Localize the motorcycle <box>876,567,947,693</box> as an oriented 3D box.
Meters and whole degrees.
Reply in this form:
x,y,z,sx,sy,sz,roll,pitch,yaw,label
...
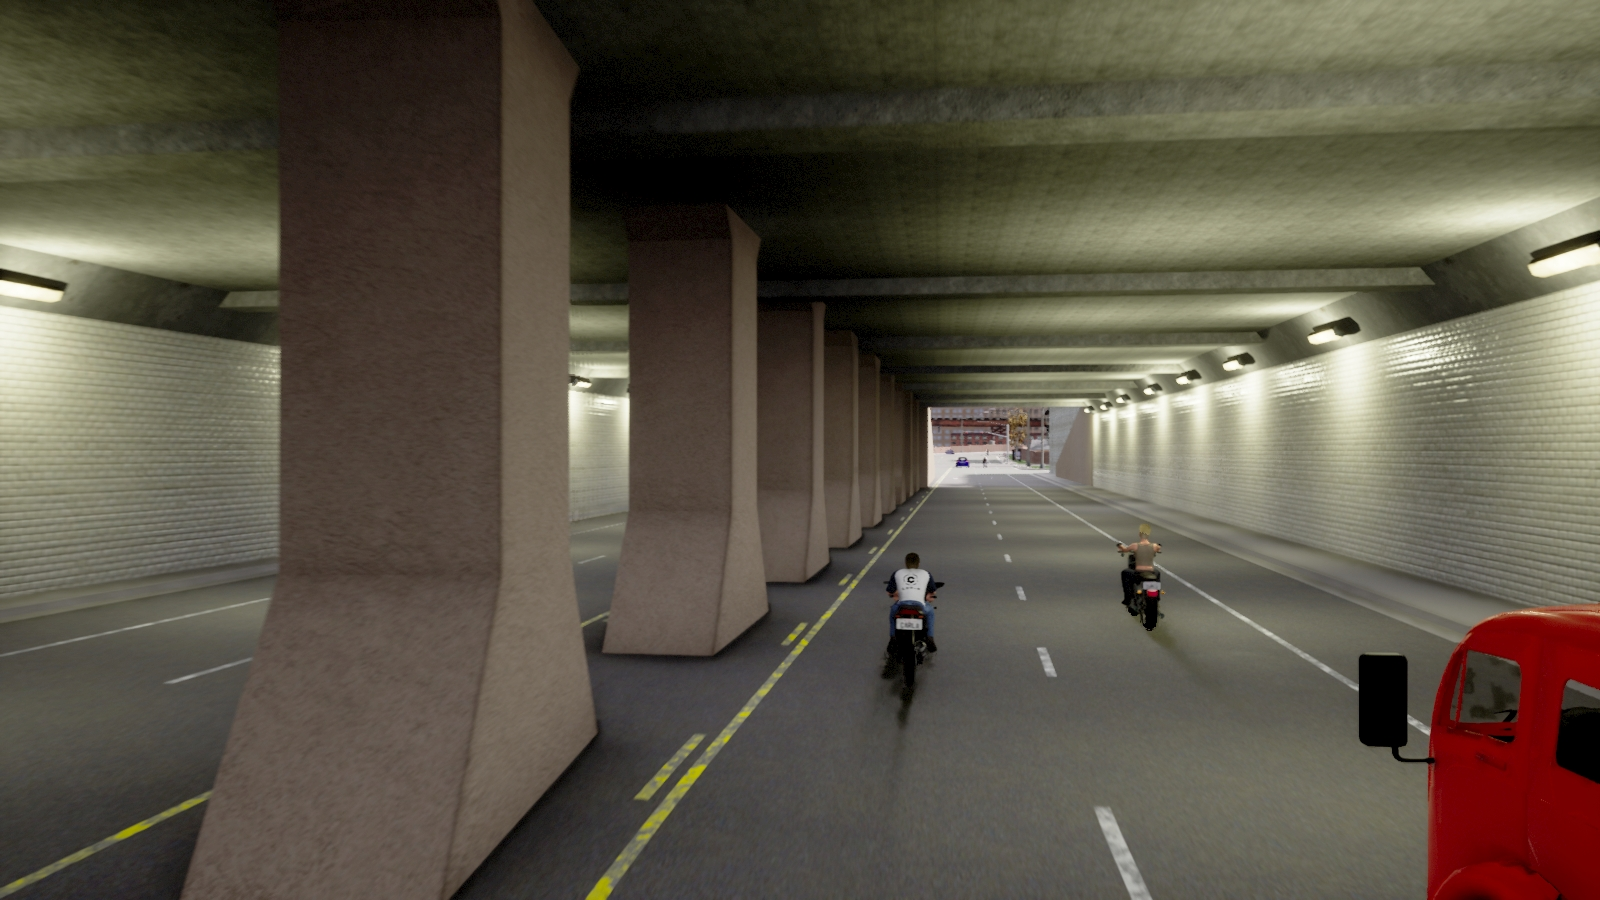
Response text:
x,y,z,sx,sy,sz,roll,pitch,yaw,label
1.410,2.174,14.180,0.803,1.224,2.033,0,0,8,motorcycle

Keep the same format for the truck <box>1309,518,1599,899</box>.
x,y,z,sx,sy,sz,roll,pitch,yaw,label
3.661,1.569,2.934,2.627,2.467,5.204,0,0,3,truck
